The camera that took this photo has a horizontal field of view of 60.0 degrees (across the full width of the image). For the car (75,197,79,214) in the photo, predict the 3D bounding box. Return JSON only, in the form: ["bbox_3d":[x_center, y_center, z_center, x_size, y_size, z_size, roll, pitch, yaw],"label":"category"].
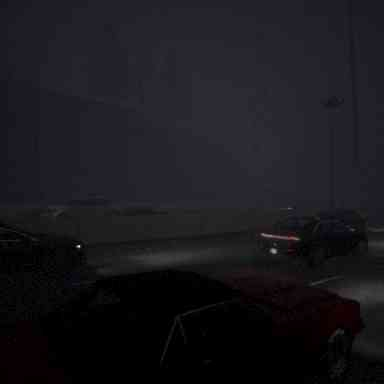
[{"bbox_3d":[-8.004,1.348,24.422,5.566,2.045,2.150,1,-1,-39],"label":"car"}]

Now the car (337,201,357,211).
[{"bbox_3d":[24.640,2.127,52.820,1.812,1.442,4.674,0,-1,38],"label":"car"}]

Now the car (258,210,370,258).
[{"bbox_3d":[4.390,1.616,11.718,4.902,1.511,2.128,1,-1,-39],"label":"car"}]

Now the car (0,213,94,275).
[{"bbox_3d":[-5.295,1.518,8.689,4.902,1.511,2.128,1,0,-36],"label":"car"}]

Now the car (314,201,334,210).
[{"bbox_3d":[21.720,2.157,54.753,1.994,1.385,4.181,0,0,38],"label":"car"}]

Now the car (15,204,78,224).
[{"bbox_3d":[-11.405,1.679,26.227,4.181,1.385,1.994,1,-1,-38],"label":"car"}]

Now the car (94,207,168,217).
[{"bbox_3d":[-4.120,1.694,23.041,5.357,1.411,2.033,1,-1,-39],"label":"car"}]

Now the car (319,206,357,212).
[{"bbox_3d":[9.243,1.735,20.459,4.892,1.490,1.837,1,0,-42],"label":"car"}]

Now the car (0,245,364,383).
[{"bbox_3d":[0.009,1.630,3.863,4.718,1.301,1.895,1,-1,-37],"label":"car"}]
